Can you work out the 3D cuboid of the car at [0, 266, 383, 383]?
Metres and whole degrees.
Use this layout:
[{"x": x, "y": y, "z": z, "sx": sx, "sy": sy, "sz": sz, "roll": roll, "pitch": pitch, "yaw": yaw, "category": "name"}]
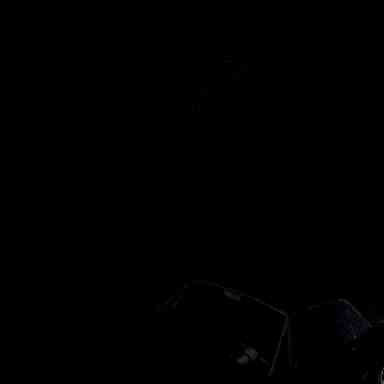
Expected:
[{"x": 0.517, "y": 1.600, "z": 3.442, "sx": 4.718, "sy": 1.301, "sz": 1.895, "roll": 0, "pitch": 0, "yaw": -35, "category": "car"}]
